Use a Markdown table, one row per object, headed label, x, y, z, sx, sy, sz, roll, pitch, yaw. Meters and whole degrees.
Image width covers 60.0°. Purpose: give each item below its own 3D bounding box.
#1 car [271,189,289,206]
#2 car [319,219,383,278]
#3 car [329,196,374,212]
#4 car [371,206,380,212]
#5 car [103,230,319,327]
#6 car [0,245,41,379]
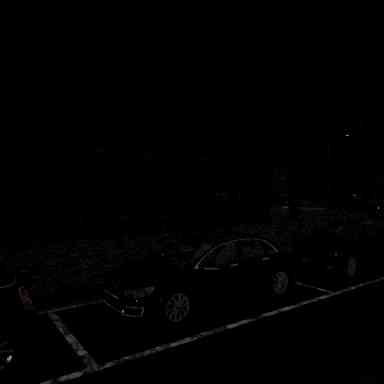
| label | x | y | z | sx | sy | sz | roll | pitch | yaw |
| --- | --- | --- | --- | --- | --- | --- | --- | --- | --- |
| car | 10.222 | 0.710 | 40.994 | 2.150 | 2.045 | 5.566 | 0 | 1 | -35 |
| car | 4.820 | 1.545 | 10.096 | 4.507 | 1.381 | 1.887 | 0 | 0 | -36 |
| car | 15.961 | 1.172 | 32.991 | 2.128 | 1.511 | 4.902 | 0 | 1 | -36 |
| car | 9.260 | 1.441 | 13.268 | 4.097 | 1.590 | 1.967 | 0 | 0 | -36 |
| car | 0.379 | 1.551 | 6.924 | 4.403 | 1.369 | 2.008 | 0 | 0 | -36 |
| car | -4.061 | 1.440 | 3.752 | 4.097 | 1.590 | 1.967 | 0 | 0 | -36 |
